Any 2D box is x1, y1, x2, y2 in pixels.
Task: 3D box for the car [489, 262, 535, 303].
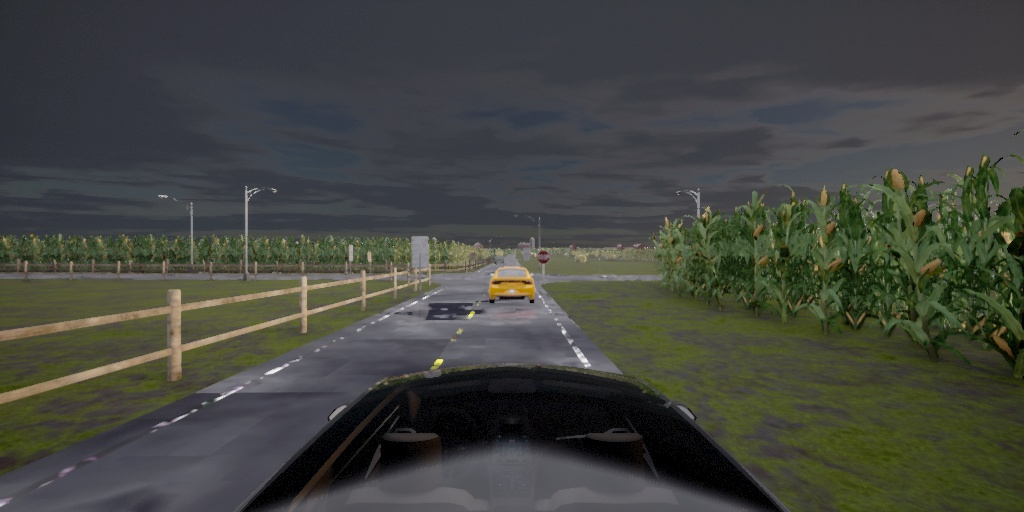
[{"bbox_3d":[0.000,1.226,16.501,1.882,1.535,5.008,0,0,0],"label":"car"}]
